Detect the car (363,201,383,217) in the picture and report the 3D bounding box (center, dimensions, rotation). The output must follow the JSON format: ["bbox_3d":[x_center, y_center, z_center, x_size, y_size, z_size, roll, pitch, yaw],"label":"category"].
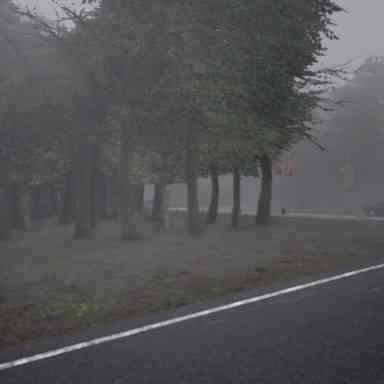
[{"bbox_3d":[17.815,1.630,29.411,1.837,1.490,4.892,1,1,-35],"label":"car"}]
